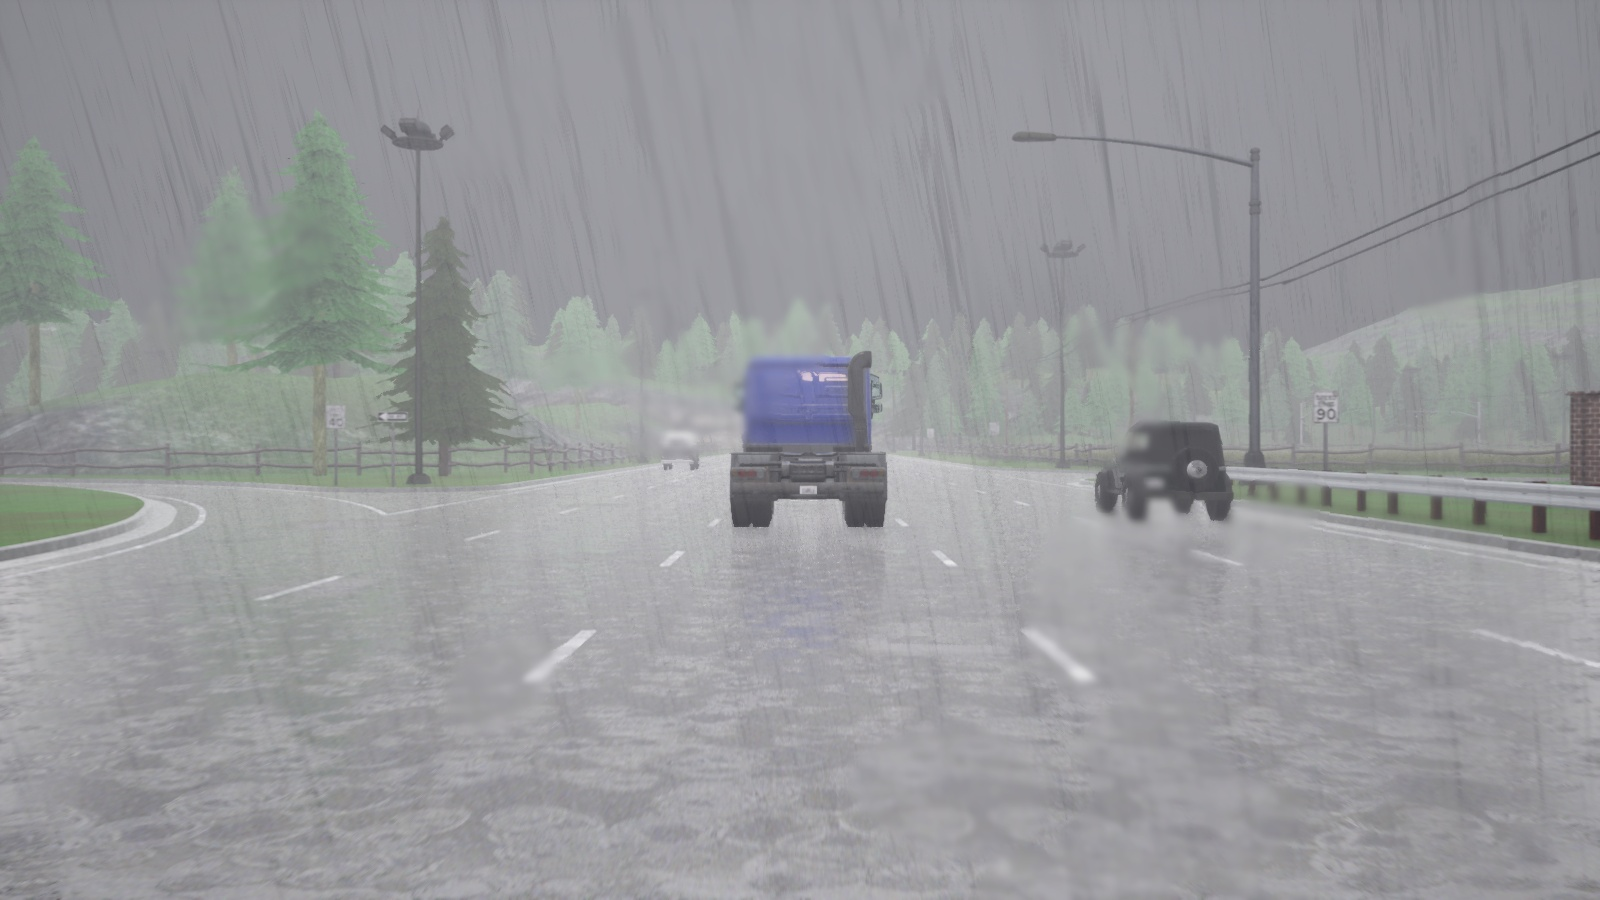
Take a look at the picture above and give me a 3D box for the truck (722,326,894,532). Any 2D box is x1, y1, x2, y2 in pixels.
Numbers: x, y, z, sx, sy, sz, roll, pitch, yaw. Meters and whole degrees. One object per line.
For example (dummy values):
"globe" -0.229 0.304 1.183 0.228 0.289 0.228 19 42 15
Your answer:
"truck" 0.158 -0.377 25.156 2.891 3.462 7.936 0 0 0

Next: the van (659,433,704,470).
"van" -6.589 0.070 70.068 2.069 2.038 4.480 0 0 0

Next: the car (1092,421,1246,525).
"car" 7.156 0.408 24.769 1.905 1.878 3.866 0 0 0
